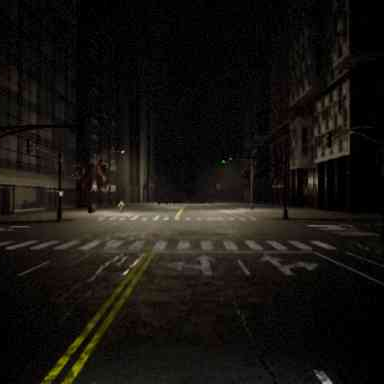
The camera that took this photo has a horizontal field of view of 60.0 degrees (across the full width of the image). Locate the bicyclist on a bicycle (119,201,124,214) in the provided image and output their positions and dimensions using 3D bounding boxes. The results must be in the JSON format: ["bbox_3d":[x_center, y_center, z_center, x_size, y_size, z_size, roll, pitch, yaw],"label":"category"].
[{"bbox_3d":[-8.724,1.911,41.038,0.866,1.612,1.509,0,-1,0],"label":"bicyclist on a bicycle"}]

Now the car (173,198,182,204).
[{"bbox_3d":[-3.294,2.096,74.475,1.895,1.301,4.718,0,-1,0],"label":"car"}]

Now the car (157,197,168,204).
[{"bbox_3d":[-6.544,1.857,74.536,2.097,1.767,4.553,0,-1,0],"label":"car"}]
